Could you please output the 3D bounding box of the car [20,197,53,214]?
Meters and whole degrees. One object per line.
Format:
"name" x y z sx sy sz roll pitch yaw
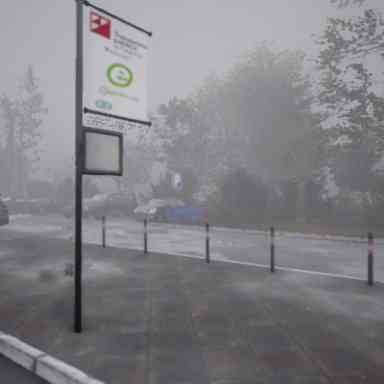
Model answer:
"car" -13.782 1.315 32.363 2.231 1.521 4.892 0 0 35

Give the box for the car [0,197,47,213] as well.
"car" -18.427 1.292 35.575 2.097 1.535 5.008 0 0 35

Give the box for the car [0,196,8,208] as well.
"car" -25.497 1.259 40.464 2.097 1.535 5.008 0 0 35

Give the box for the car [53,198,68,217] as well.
"car" -9.130 1.335 29.163 2.231 1.521 4.892 0 0 35

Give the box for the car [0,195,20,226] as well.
"car" -11.583 1.100 15.530 2.435 2.045 5.566 0 0 35

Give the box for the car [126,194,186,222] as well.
"car" -2.195 1.222 24.281 2.185 1.767 4.553 1 1 35

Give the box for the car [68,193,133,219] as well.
"car" -6.928 1.090 27.598 2.435 2.045 5.566 0 0 35

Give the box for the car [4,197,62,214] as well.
"car" -16.105 1.303 33.969 2.097 1.535 5.008 0 0 35

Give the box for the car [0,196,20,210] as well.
"car" -23.169 1.270 38.866 2.097 1.535 5.008 0 0 35

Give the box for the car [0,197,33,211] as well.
"car" -20.731 1.311 37.210 2.163 1.488 4.792 0 0 35
